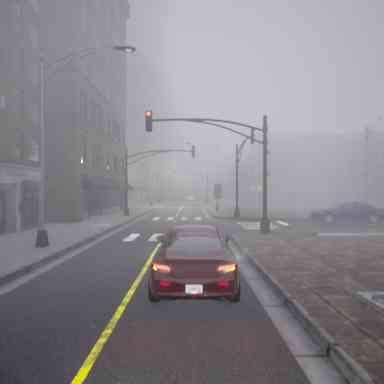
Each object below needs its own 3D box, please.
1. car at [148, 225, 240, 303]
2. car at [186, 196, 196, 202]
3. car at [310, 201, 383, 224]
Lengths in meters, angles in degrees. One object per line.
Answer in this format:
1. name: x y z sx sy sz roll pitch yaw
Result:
1. car: 0.063 1.523 8.101 1.812 1.442 4.674 0 0 1
2. car: -0.247 1.538 76.077 1.812 1.442 4.674 0 0 0
3. car: 11.047 1.423 23.827 5.008 1.535 1.882 0 0 0
